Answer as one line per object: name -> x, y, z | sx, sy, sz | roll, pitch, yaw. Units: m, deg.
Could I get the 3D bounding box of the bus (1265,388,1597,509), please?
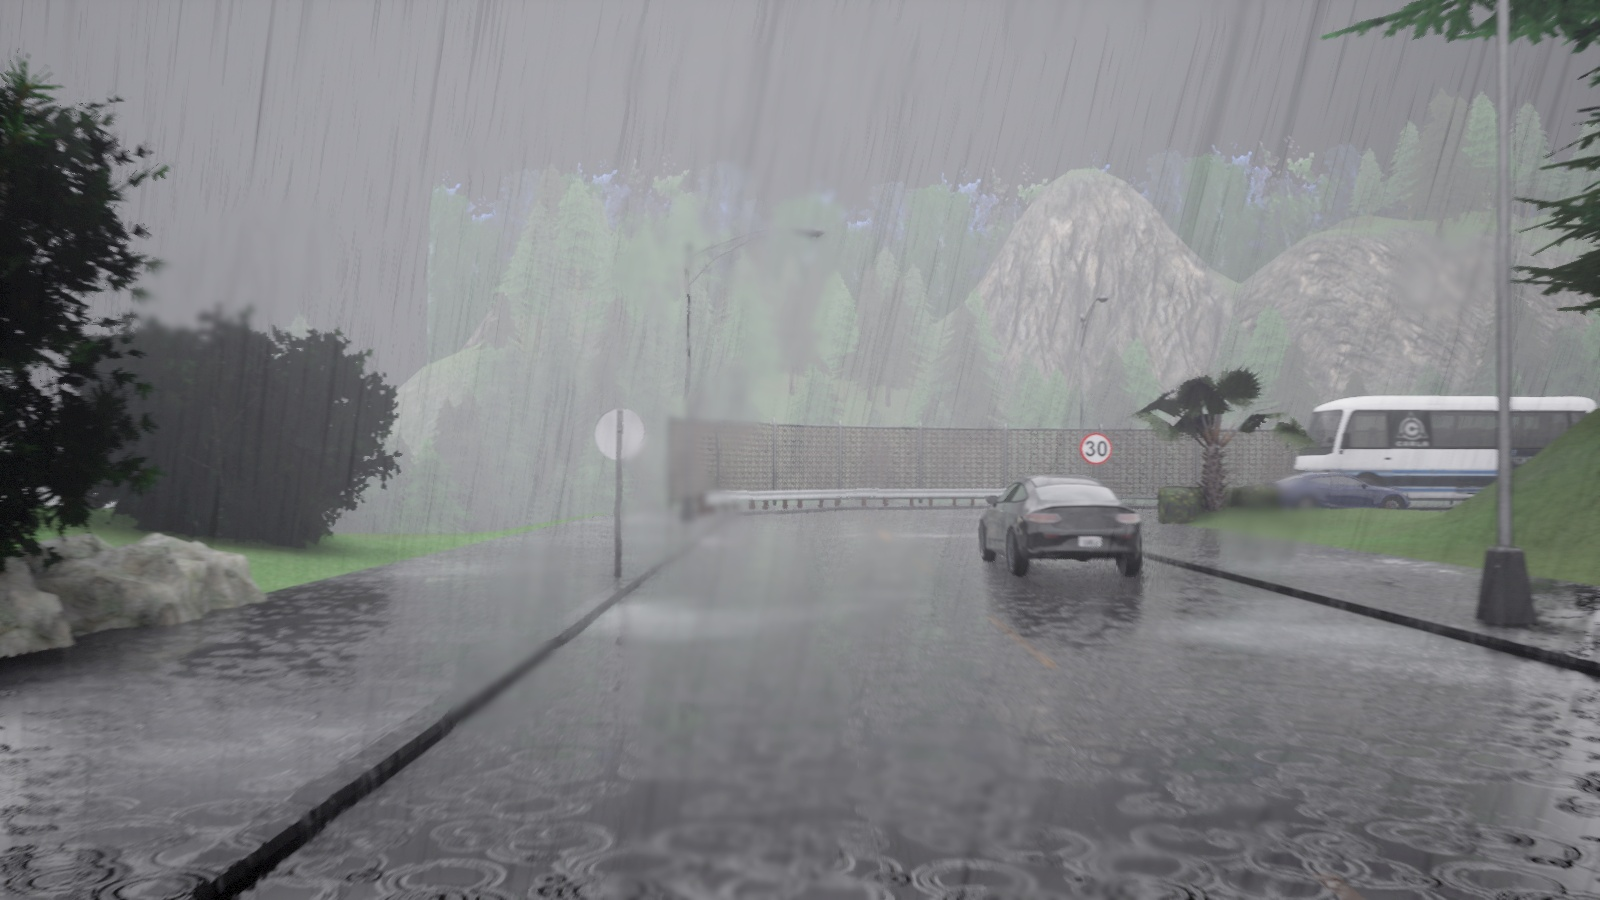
bus -> 23.112, -0.025, 46.520 | 10.273, 4.253, 3.944 | 0, -1, 0

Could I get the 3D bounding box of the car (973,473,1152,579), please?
car -> 3.950, 1.088, 19.714 | 1.812, 1.442, 4.674 | 0, -1, 0

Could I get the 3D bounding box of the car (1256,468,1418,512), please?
car -> 18.124, 1.342, 42.519 | 4.674, 1.442, 1.812 | 0, -1, 0
